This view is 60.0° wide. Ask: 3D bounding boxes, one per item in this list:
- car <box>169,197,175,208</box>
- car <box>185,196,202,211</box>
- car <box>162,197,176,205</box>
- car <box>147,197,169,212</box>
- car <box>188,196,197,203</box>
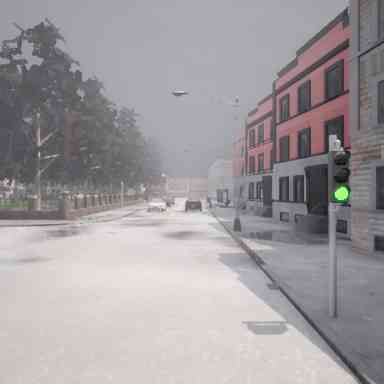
[{"bbox_3d":[-4.035,1.601,48.986,1.895,1.301,4.718,0,0,0],"label":"car"},{"bbox_3d":[0.161,1.477,40.389,1.882,1.535,5.008,0,0,0],"label":"car"},{"bbox_3d":[-3.995,1.547,59.319,2.033,1.411,5.357,0,0,1],"label":"car"},{"bbox_3d":[-4.039,1.526,38.891,1.812,1.442,4.674,0,0,0],"label":"car"},{"bbox_3d":[0.185,1.526,70.035,1.812,1.442,4.674,0,0,0],"label":"car"}]
